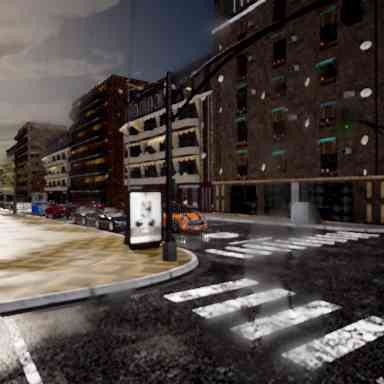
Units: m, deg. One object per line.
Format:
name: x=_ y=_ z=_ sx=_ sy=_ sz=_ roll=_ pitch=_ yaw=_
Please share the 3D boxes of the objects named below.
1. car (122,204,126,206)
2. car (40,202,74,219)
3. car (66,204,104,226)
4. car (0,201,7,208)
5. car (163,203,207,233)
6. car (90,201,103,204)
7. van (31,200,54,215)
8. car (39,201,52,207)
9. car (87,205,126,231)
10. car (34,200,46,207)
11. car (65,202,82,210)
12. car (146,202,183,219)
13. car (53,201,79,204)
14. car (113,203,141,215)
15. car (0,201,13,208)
car: x=-4.974 y=1.941 z=32.752 sx=1.812 sy=1.442 sz=4.674 roll=0 pitch=-1 yaw=-36
car: x=-14.734 y=2.124 z=36.216 sx=1.887 sy=1.381 sz=4.507 roll=-1 pitch=0 yaw=-36
car: x=-8.666 y=1.978 z=27.734 sx=2.008 sy=1.369 sz=4.403 roll=-1 pitch=0 yaw=-36
car: x=-44.422 y=2.869 z=77.478 sx=1.887 sy=1.381 sz=4.507 roll=-1 pitch=0 yaw=-36
car: x=-1.016 y=1.626 z=21.800 sx=2.097 sy=1.767 sz=4.553 roll=0 pitch=-1 yaw=-36
car: x=-14.806 y=2.137 z=50.779 sx=1.967 sy=1.590 sz=4.097 roll=-2 pitch=0 yaw=-36
van: x=-19.646 y=2.044 z=43.108 sx=1.690 sy=1.788 sz=3.998 roll=-1 pitch=0 yaw=-36
car: x=-34.367 y=2.753 z=77.868 sx=1.947 sy=1.339 sz=4.313 roll=-2 pitch=0 yaw=-36
car: x=-5.406 y=1.897 z=23.218 sx=2.008 sy=1.369 sz=4.403 roll=-1 pitch=0 yaw=-36
car: x=-37.627 y=2.814 z=82.383 sx=1.887 sy=1.381 sz=4.507 roll=-2 pitch=0 yaw=-36
car: x=-21.326 y=2.442 z=59.807 sx=1.802 sy=1.307 sz=4.206 roll=-2 pitch=0 yaw=-36
car: x=-2.973 y=1.843 z=34.604 sx=1.967 sy=1.590 sz=4.097 roll=-2 pitch=0 yaw=-36
car: x=-16.060 y=2.197 z=42.695 sx=2.033 sy=1.411 sz=5.357 roll=0 pitch=-1 yaw=-35
car: x=-8.223 y=2.115 z=41.793 sx=1.802 sy=1.307 sz=4.206 roll=-2 pitch=0 yaw=-36
car: x=-37.902 y=2.711 z=68.448 sx=2.008 sy=1.369 sz=4.403 roll=-1 pitch=0 yaw=-36
